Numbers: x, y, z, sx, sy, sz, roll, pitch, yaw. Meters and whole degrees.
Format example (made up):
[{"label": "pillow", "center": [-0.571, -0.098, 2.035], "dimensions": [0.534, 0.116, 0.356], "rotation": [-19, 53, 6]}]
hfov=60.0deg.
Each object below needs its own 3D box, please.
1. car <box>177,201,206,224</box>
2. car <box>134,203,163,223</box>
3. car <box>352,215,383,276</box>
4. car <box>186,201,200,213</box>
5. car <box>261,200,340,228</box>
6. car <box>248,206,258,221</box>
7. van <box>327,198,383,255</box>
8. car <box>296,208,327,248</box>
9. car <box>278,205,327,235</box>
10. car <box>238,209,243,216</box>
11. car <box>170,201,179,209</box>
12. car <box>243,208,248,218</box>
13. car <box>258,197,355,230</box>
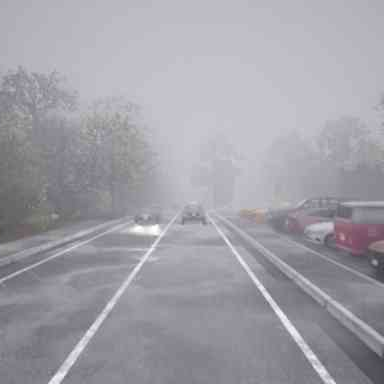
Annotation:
[{"label": "car", "center": [0.121, 1.667, 25.916], "dimensions": [2.033, 1.411, 5.357], "rotation": [0, -1, 0]}, {"label": "car", "center": [-3.330, 1.613, 26.224], "dimensions": [2.128, 1.511, 4.902], "rotation": [0, -1, 0]}, {"label": "car", "center": [7.085, 1.496, 8.349], "dimensions": [5.008, 1.535, 2.097], "rotation": [0, 0, 0]}, {"label": "car", "center": [0.130, 1.954, 42.983], "dimensions": [1.812, 1.442, 4.674], "rotation": [0, -1, 0]}, {"label": "car", "center": [7.127, 1.430, 22.226], "dimensions": [4.553, 1.767, 2.185], "rotation": [0, 0, 0]}, {"label": "car", "center": [7.106, 1.574, 25.002], "dimensions": [5.008, 1.535, 2.097], "rotation": [0, 0, 0]}, {"label": "van", "center": [7.199, 1.282, 11.126], "dimensions": [4.442, 1.987, 1.878], "rotation": [0, 0, 0]}, {"label": "car", "center": [7.088, 1.559, 13.901], "dimensions": [4.674, 1.452, 2.002], "rotation": [0, 0, 0]}, {"label": "car", "center": [7.119, 1.560, 16.677], "dimensions": [4.792, 1.488, 2.163], "rotation": [0, 0, 0]}, {"label": "car", "center": [6.921, 1.633, 30.543], "dimensions": [5.366, 1.575, 1.946], "rotation": [0, -1, 0]}, {"label": "car", "center": [-3.210, 2.634, 67.647], "dimensions": [2.097, 1.767, 4.553], "rotation": [0, -2, 0]}, {"label": "car", "center": [7.108, 1.602, 27.774], "dimensions": [4.892, 1.521, 2.231], "rotation": [0, -1, 0]}, {"label": "car", "center": [7.064, 1.290, 19.455], "dimensions": [5.566, 2.045, 2.435], "rotation": [0, 0, 0]}]
